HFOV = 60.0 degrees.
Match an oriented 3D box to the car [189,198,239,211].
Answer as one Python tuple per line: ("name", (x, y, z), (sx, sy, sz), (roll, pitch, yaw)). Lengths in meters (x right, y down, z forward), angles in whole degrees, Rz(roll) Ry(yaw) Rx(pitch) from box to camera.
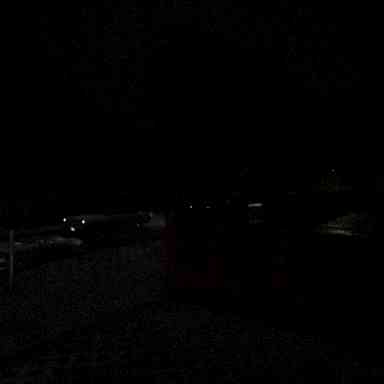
("car", (1.786, 1.122, 25.890), (1.895, 1.301, 4.718), (0, 1, 36))

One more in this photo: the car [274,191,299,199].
("car", (11.064, 0.630, 38.774), (1.812, 1.442, 4.674), (0, 1, 36))

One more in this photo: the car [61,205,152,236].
("car", (-4.319, 1.388, 17.381), (1.895, 1.301, 4.718), (0, 1, 36))
